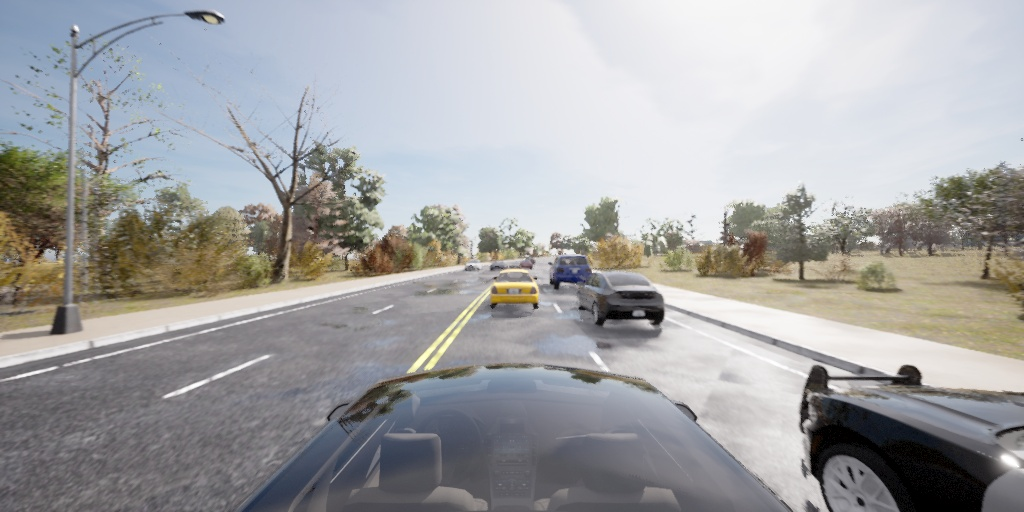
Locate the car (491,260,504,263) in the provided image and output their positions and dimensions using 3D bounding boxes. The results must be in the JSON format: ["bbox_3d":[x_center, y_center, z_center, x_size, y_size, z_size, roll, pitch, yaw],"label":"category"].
[{"bbox_3d":[-1.758,1.243,47.137,1.994,1.385,4.181,0,0,4],"label":"car"}]

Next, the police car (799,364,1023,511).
[{"bbox_3d":[3.242,1.179,0.902,1.930,1.638,5.238,0,0,0],"label":"police car"}]

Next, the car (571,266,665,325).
[{"bbox_3d":[3.325,1.250,11.717,1.837,1.490,4.892,0,0,1],"label":"car"}]

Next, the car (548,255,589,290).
[{"bbox_3d":[3.579,0.951,22.670,2.150,2.045,5.566,0,0,2],"label":"car"}]

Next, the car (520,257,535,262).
[{"bbox_3d":[2.141,1.221,54.487,1.994,1.385,4.181,0,0,4],"label":"car"}]

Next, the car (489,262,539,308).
[{"bbox_3d":[0.138,1.195,14.970,1.801,1.575,5.366,0,0,1],"label":"car"}]

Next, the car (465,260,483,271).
[{"bbox_3d":[-4.992,1.205,47.460,1.812,1.442,4.674,0,0,4],"label":"car"}]
